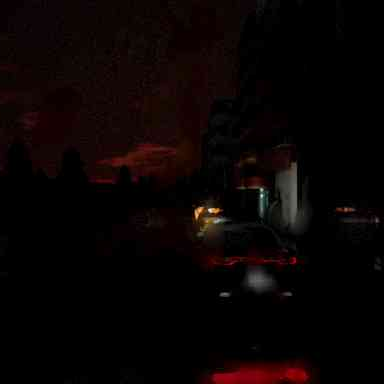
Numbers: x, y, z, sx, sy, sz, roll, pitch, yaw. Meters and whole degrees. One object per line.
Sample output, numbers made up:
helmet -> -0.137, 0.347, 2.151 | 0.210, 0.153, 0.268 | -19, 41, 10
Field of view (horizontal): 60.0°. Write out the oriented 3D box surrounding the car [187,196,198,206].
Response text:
car -> 0.033, 1.503, 56.666 | 1.837, 1.490, 4.892 | 0, 0, 0

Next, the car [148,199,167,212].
car -> -3.977, 1.546, 38.688 | 2.033, 1.411, 5.357 | 0, 0, 0

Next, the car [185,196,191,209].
car -> 0.051, 1.490, 44.485 | 2.128, 1.511, 4.902 | 0, 0, 1

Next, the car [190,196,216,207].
car -> 1.161, 1.300, 24.511 | 2.097, 1.767, 4.553 | -3, 0, 0

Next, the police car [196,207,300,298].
police car -> 1.193, 1.419, 8.653 | 1.930, 1.638, 5.238 | 0, 0, 0

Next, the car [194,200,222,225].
car -> 1.211, 1.455, 18.731 | 1.801, 1.575, 5.366 | 0, 0, 0
